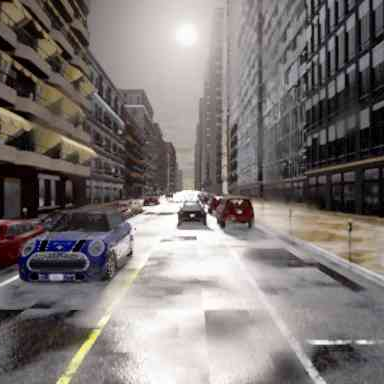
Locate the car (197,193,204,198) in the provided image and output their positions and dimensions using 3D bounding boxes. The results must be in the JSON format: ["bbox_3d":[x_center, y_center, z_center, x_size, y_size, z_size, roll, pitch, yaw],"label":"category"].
[{"bbox_3d":[2.352,0.936,94.313,1.887,1.381,4.507,1,0,0],"label":"car"}]

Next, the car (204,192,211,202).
[{"bbox_3d":[2.588,1.116,32.150,2.192,1.841,5.009,1,0,0],"label":"car"}]

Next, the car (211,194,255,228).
[{"bbox_3d":[2.631,1.187,20.848,2.192,1.841,5.009,1,0,0],"label":"car"}]

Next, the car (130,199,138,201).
[{"bbox_3d":[-5.774,1.389,26.471,1.887,1.381,4.507,1,0,0],"label":"car"}]

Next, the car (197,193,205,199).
[{"bbox_3d":[2.372,0.996,88.663,1.947,1.339,4.313,1,0,0],"label":"car"}]

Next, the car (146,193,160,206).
[{"bbox_3d":[-5.855,1.014,49.074,2.192,1.841,5.009,1,0,0],"label":"car"}]

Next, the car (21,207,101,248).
[{"bbox_3d":[-5.732,1.479,15.168,1.947,1.339,4.313,1,0,0],"label":"car"}]

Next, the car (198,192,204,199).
[{"bbox_3d":[2.501,1.095,54.755,1.967,1.590,4.097,1,0,0],"label":"car"}]

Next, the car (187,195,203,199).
[{"bbox_3d":[-0.043,1.366,38.197,1.895,1.301,4.718,0,0,0],"label":"car"}]

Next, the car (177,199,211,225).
[{"bbox_3d":[0.012,1.425,22.937,1.994,1.385,4.181,0,0,0],"label":"car"}]

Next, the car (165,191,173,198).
[{"bbox_3d":[-6.004,0.752,88.632,2.192,1.841,5.009,1,0,0],"label":"car"}]

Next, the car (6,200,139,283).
[{"bbox_3d":[-3.033,1.296,9.661,2.097,1.767,4.553,0,0,0],"label":"car"}]

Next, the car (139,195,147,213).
[{"bbox_3d":[-5.794,1.335,31.951,1.752,1.417,4.829,1,0,0],"label":"car"}]

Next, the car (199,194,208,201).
[{"bbox_3d":[2.436,1.110,71.710,1.947,1.339,4.313,1,0,0],"label":"car"}]

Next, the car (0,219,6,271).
[{"bbox_3d":[-5.710,1.492,9.517,1.887,1.381,4.507,1,0,0],"label":"car"}]
